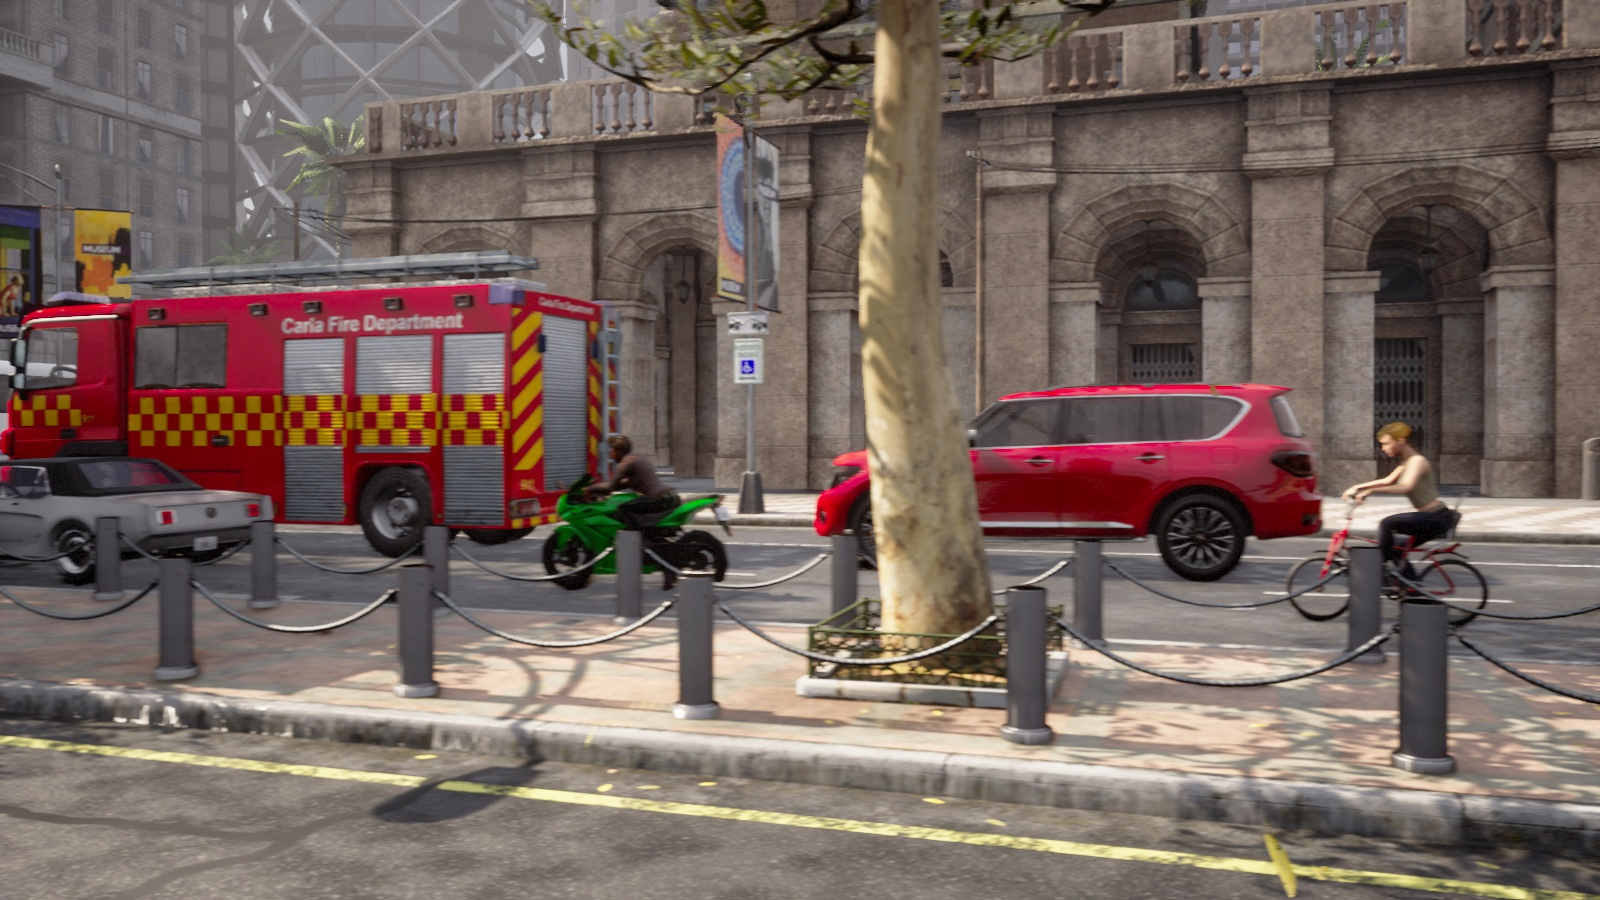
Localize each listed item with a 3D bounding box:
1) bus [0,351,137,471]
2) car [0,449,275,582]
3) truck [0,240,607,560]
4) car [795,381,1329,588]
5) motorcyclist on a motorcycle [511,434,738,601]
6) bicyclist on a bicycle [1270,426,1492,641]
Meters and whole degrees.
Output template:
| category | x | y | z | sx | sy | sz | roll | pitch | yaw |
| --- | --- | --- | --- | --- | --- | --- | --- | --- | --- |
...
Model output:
| category | x | y | z | sx | sy | sz | roll | pitch | yaw |
| --- | --- | --- | --- | --- | --- | --- | --- | --- | --- |
| bus | -29.992 | -1.399 | 45.955 | 3.944 | 4.253 | 10.273 | 1 | 1 | 18 |
| car | -8.625 | 0.663 | 14.460 | 4.718 | 1.301 | 1.895 | 1 | 1 | 20 |
| truck | -7.208 | -0.649 | 17.733 | 8.468 | 3.827 | 2.891 | 1 | 1 | 19 |
| car | 2.930 | 0.323 | 14.337 | 5.566 | 2.045 | 2.150 | 0 | 1 | 18 |
| motorcyclist on a motorcycle | -1.703 | 0.607 | 12.205 | 2.044 | 1.523 | 0.797 | 1 | 1 | 19 |
| bicyclist on a bicycle | 4.610 | 0.619 | 10.086 | 1.509 | 1.612 | 0.866 | 1 | 1 | 18 |
